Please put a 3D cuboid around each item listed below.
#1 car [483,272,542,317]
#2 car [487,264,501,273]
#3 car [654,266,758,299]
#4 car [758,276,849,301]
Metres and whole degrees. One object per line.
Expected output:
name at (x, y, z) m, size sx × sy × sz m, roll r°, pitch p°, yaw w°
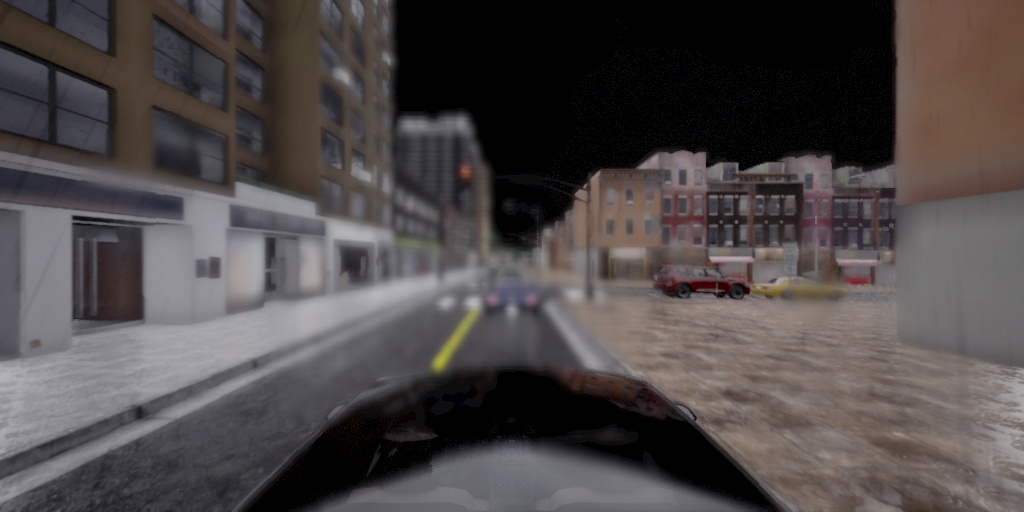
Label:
car at (0.028, 1.442, 13.588) m, size 1.895 × 1.301 × 4.718 m, roll 0°, pitch -1°, yaw 0°
car at (-2.833, 1.977, 57.174) m, size 1.837 × 1.490 × 4.892 m, roll 0°, pitch -1°, yaw 0°
car at (10.791, 1.499, 20.646) m, size 5.009 × 1.841 × 2.192 m, roll 0°, pitch 0°, yaw 0°
car at (16.505, 1.812, 20.636) m, size 4.829 × 1.417 × 1.751 m, roll 0°, pitch 0°, yaw 0°
